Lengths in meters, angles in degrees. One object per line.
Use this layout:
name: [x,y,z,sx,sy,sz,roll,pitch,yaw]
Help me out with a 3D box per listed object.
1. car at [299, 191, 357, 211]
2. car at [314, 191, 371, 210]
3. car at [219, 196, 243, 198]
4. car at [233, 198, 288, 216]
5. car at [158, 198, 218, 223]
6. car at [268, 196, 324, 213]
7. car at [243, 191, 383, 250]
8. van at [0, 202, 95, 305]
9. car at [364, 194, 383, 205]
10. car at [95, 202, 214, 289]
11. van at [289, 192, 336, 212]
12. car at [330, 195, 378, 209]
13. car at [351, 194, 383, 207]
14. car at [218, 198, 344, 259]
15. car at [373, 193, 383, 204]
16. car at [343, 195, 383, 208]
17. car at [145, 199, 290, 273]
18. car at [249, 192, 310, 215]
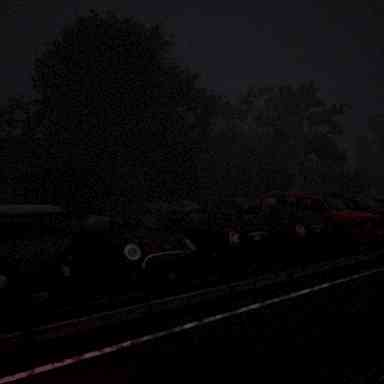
car: [15.249,0.933,37.529,2.435,2.045,5.566,-1,0,-36]
car: [17.540,0.904,39.097,2.435,2.045,5.566,-1,0,-36]
car: [3.958,1.178,29.459,2.185,1.767,4.553,-1,0,-36]
car: [6.253,1.309,31.026,2.163,1.488,4.792,-1,0,-36]
car: [-0.430,1.348,26.055,1.946,1.575,5.366,-1,0,-36]
car: [10.644,1.229,34.430,1.946,1.575,5.366,-1,0,-36]
car: [5.129,1.118,14.143,2.435,2.045,5.566,-1,0,-36]
van: [-3.941,1.240,7.550,1.878,1.987,4.442,-1,0,-36]
car: [26.563,1.011,45.578,2.097,1.535,5.008,-1,1,-36]
car: [-1.746,1.316,9.301,2.185,1.767,4.553,-1,0,-36]
van: [12.939,0.982,35.986,1.878,1.987,4.442,-1,0,-36]
car: [19.767,1.154,40.760,2.163,1.488,4.792,-1,0,-36]
car: [24.194,1.049,44.117,1.946,1.575,5.366,-1,1,-36]
car: [2.851,1.268,12.511,2.185,1.767,4.553,-1,0,-36]
car: [28.823,0.969,47.193,2.231,1.521,4.892,-1,1,-36]
car: [22.064,1.122,42.331,2.163,1.488,4.792,-1,0,-36]
car: [0.571,1.292,10.880,2.185,1.767,4.553,-1,0,-36]
car: [8.475,1.004,32.686,2.435,2.045,5.566,-1,0,-36]
